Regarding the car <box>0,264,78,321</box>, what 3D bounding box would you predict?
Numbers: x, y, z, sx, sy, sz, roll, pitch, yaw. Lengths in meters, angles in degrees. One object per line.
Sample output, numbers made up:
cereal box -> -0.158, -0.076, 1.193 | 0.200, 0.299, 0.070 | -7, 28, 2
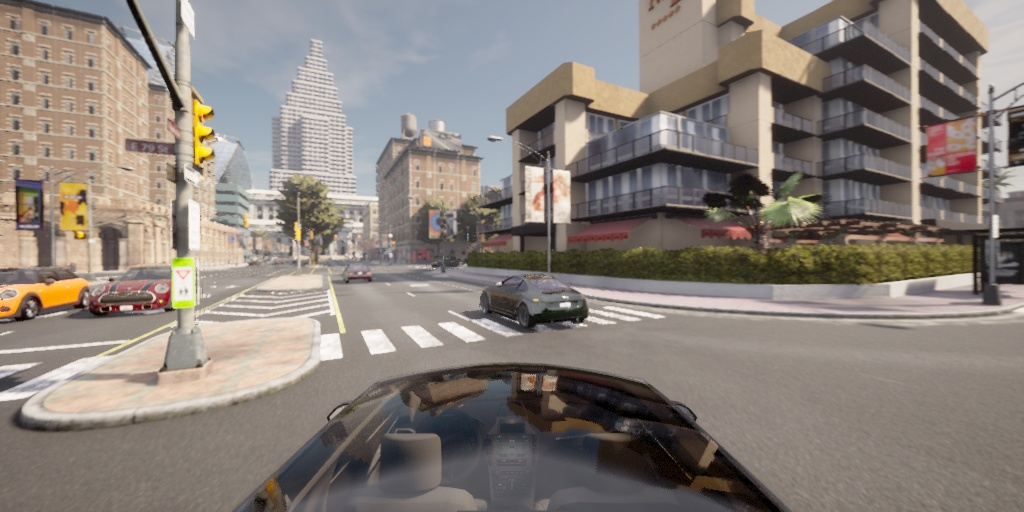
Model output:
car -> -17.096, 1.198, 12.364 | 2.097, 1.767, 4.553 | -1, 0, -28

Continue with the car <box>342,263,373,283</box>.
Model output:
car -> -11.979, 1.280, 27.769 | 2.033, 1.411, 5.357 | -1, 0, -28

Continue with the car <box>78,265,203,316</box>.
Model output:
car -> -14.031, 1.165, 14.060 | 2.097, 1.767, 4.553 | -1, 0, -28

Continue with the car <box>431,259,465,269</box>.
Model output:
car -> -9.107, 1.106, 51.529 | 4.892, 1.490, 1.837 | -1, -2, -35

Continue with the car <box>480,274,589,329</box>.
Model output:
car -> 0.523, 1.266, 11.325 | 1.994, 1.385, 4.181 | -1, 0, -26
